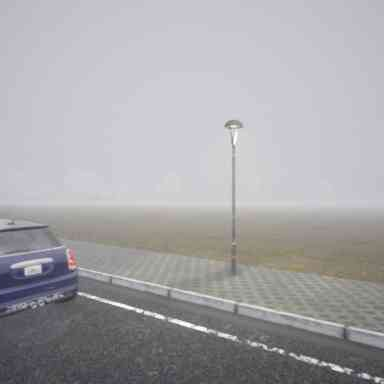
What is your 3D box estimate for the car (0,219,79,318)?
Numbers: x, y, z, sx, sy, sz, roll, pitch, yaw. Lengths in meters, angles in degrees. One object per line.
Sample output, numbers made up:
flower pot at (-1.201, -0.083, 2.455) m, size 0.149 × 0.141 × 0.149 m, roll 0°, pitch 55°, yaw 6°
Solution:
car at (-4.424, 1.350, 6.914) m, size 4.553 × 1.767 × 2.097 m, roll 0°, pitch 0°, yaw 36°
